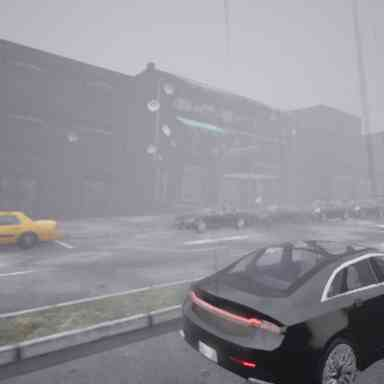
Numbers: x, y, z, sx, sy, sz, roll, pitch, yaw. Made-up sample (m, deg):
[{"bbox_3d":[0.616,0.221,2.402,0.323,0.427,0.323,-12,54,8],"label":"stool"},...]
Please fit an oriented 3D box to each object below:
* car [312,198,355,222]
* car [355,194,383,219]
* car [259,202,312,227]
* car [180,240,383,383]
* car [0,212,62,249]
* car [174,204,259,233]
[{"bbox_3d":[10.120,1.318,25.725,4.553,1.767,2.185,0,0,-36],"label":"car"},{"bbox_3d":[14.607,1.318,28.947,4.553,1.767,2.185,0,0,-36],"label":"car"},{"bbox_3d":[5.709,1.483,22.559,4.674,1.452,2.002,0,0,-36],"label":"car"},{"bbox_3d":[2.148,1.493,4.989,4.902,1.511,2.128,0,0,-35],"label":"car"},{"bbox_3d":[-7.907,1.441,12.782,5.366,1.575,1.946,0,0,-36],"label":"car"},{"bbox_3d":[1.225,1.445,19.339,4.892,1.521,2.231,0,0,-36],"label":"car"}]
